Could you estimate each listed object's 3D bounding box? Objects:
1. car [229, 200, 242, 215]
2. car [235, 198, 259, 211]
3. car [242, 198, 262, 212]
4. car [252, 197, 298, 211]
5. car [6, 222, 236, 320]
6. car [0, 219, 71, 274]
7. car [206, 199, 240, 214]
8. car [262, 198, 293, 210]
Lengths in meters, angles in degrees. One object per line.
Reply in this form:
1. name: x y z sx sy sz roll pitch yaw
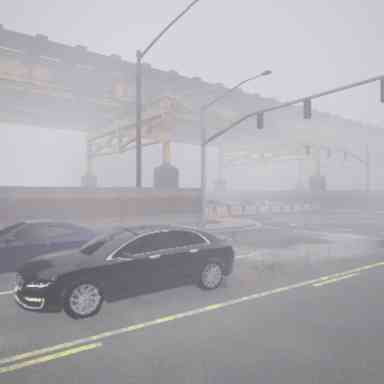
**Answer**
1. car: 2.339 1.452 33.708 4.974 1.542 2.038 0 0 8
2. car: 6.100 1.294 36.442 1.853 1.218 4.536 0 0 18
3. car: 6.084 1.452 36.393 2.038 1.542 4.974 0 0 18
4. car: 9.995 1.452 40.152 4.974 1.542 2.038 0 0 -7
5. car: -1.204 1.505 7.433 4.892 1.490 1.837 0 0 -35
6. car: -4.595 1.526 9.313 4.674 1.442 1.812 0 0 -35
7. car: 2.288 1.295 33.715 4.536 1.218 1.853 0 0 8
8. car: 9.944 1.294 40.145 4.536 1.218 1.853 0 0 -7
